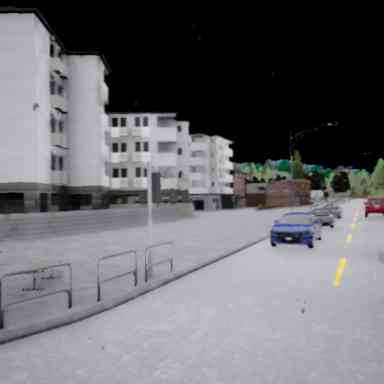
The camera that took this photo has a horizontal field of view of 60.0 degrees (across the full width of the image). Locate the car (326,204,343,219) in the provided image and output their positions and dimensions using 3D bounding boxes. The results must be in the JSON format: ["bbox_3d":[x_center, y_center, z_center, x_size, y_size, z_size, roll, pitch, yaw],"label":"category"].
[{"bbox_3d":[14.559,1.992,34.543,2.128,1.511,4.902,-2,-1,27],"label":"car"}]

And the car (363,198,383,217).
[{"bbox_3d":[20.088,1.657,36.320,2.150,2.045,5.566,-2,-1,28],"label":"car"}]

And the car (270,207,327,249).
[{"bbox_3d":[5.263,1.753,16.456,1.882,1.535,5.008,-2,-1,27],"label":"car"}]

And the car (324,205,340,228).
[{"bbox_3d":[9.817,1.950,25.332,1.994,1.385,4.181,-2,-1,27],"label":"car"}]

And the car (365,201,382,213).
[{"bbox_3d":[24.738,2.028,45.477,1.882,1.535,5.008,-2,-1,27],"label":"car"}]
